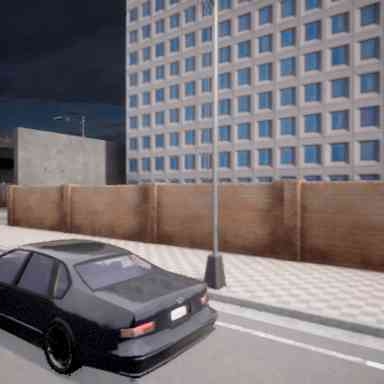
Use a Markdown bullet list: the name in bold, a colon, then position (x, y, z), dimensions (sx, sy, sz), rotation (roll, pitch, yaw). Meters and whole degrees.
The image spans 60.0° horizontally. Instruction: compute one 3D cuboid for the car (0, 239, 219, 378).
- **car**: position (-2.206, 1.538, 5.565), dimensions (5.357, 1.411, 2.033), rotation (0, 0, 36)
